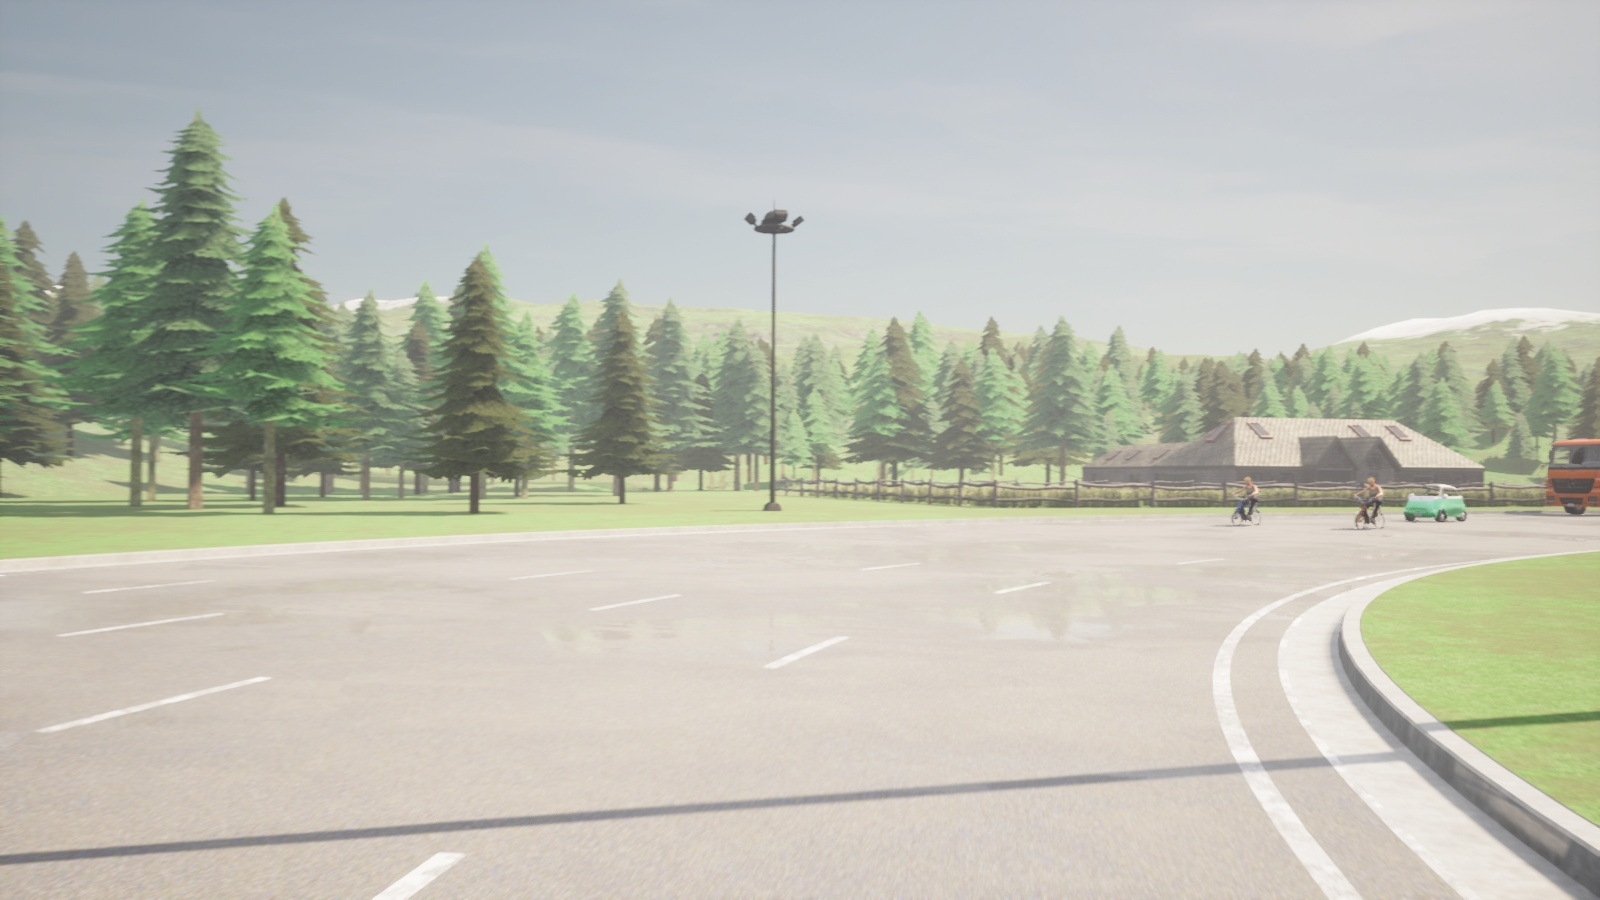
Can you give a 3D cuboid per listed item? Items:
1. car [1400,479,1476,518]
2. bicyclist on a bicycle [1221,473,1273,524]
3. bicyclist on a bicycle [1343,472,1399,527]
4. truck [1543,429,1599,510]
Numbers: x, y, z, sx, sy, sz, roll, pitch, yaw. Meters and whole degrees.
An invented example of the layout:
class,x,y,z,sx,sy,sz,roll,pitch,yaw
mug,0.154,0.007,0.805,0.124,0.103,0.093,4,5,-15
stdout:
class,x,y,z,sx,sy,sz,roll,pitch,yaw
car,23.389,1.755,46.032,2.207,1.376,1.481,1,-2,-28
bicyclist on a bicycle,14.442,1.547,40.552,1.509,1.612,0.866,1,-1,-34
bicyclist on a bicycle,17.434,1.495,38.355,1.509,1.612,0.866,1,-1,-33
truck,37.515,0.890,56.122,7.936,3.462,2.891,0,-1,-18
